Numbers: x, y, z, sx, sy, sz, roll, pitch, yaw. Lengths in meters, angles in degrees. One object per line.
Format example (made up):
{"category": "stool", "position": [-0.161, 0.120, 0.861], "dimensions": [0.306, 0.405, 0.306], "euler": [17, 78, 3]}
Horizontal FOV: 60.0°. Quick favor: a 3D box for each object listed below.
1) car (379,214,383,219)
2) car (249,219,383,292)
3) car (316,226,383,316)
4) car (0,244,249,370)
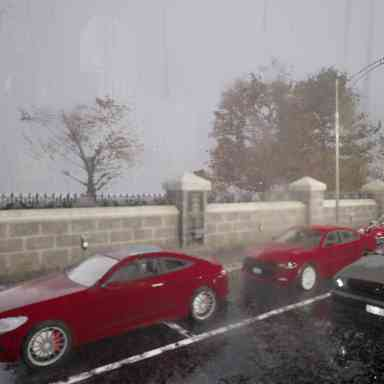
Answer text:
{"category": "car", "position": [7.836, 1.480, 12.431], "dimensions": [4.097, 1.590, 1.967], "euler": [0, 0, -37]}
{"category": "car", "position": [3.319, 1.582, 9.072], "dimensions": [4.507, 1.381, 1.887], "euler": [0, 0, -37]}
{"category": "car", "position": [5.163, 1.565, 7.086], "dimensions": [5.357, 1.411, 2.033], "euler": [0, 0, -37]}
{"category": "car", "position": [-1.197, 1.621, 5.714], "dimensions": [4.206, 1.307, 1.802], "euler": [0, 0, -37]}
